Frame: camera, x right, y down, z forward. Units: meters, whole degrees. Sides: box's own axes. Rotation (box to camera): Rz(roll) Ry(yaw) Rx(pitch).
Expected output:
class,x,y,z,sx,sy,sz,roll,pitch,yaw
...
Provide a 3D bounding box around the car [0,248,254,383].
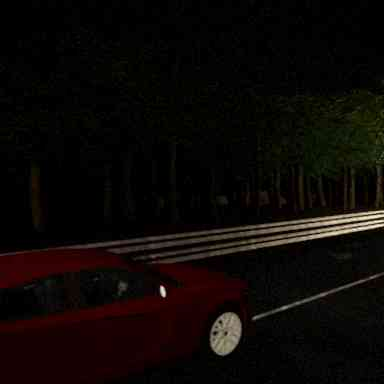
class,x,y,z,sx,sy,sz,roll,pitch,yaw
car,-1.392,1.464,4.175,5.008,1.535,1.882,-1,0,-36
